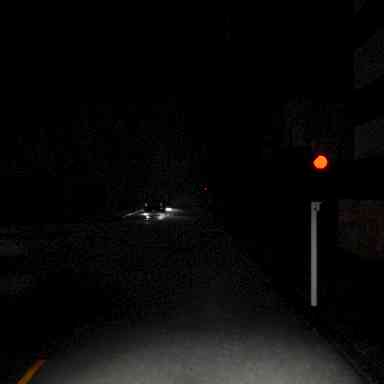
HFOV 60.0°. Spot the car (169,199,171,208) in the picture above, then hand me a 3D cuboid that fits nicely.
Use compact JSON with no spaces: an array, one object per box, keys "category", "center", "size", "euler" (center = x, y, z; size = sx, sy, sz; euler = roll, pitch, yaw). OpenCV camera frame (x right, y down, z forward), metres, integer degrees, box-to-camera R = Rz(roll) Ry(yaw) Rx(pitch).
[{"category":"car","center":[-4.084,1.600,48.851],"size":[1.895,1.301,4.718],"euler":[0,0,0]}]

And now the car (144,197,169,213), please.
[{"category":"car","center":[-4.107,1.352,37.633],"size":[2.097,1.767,4.553],"euler":[0,0,0]}]
